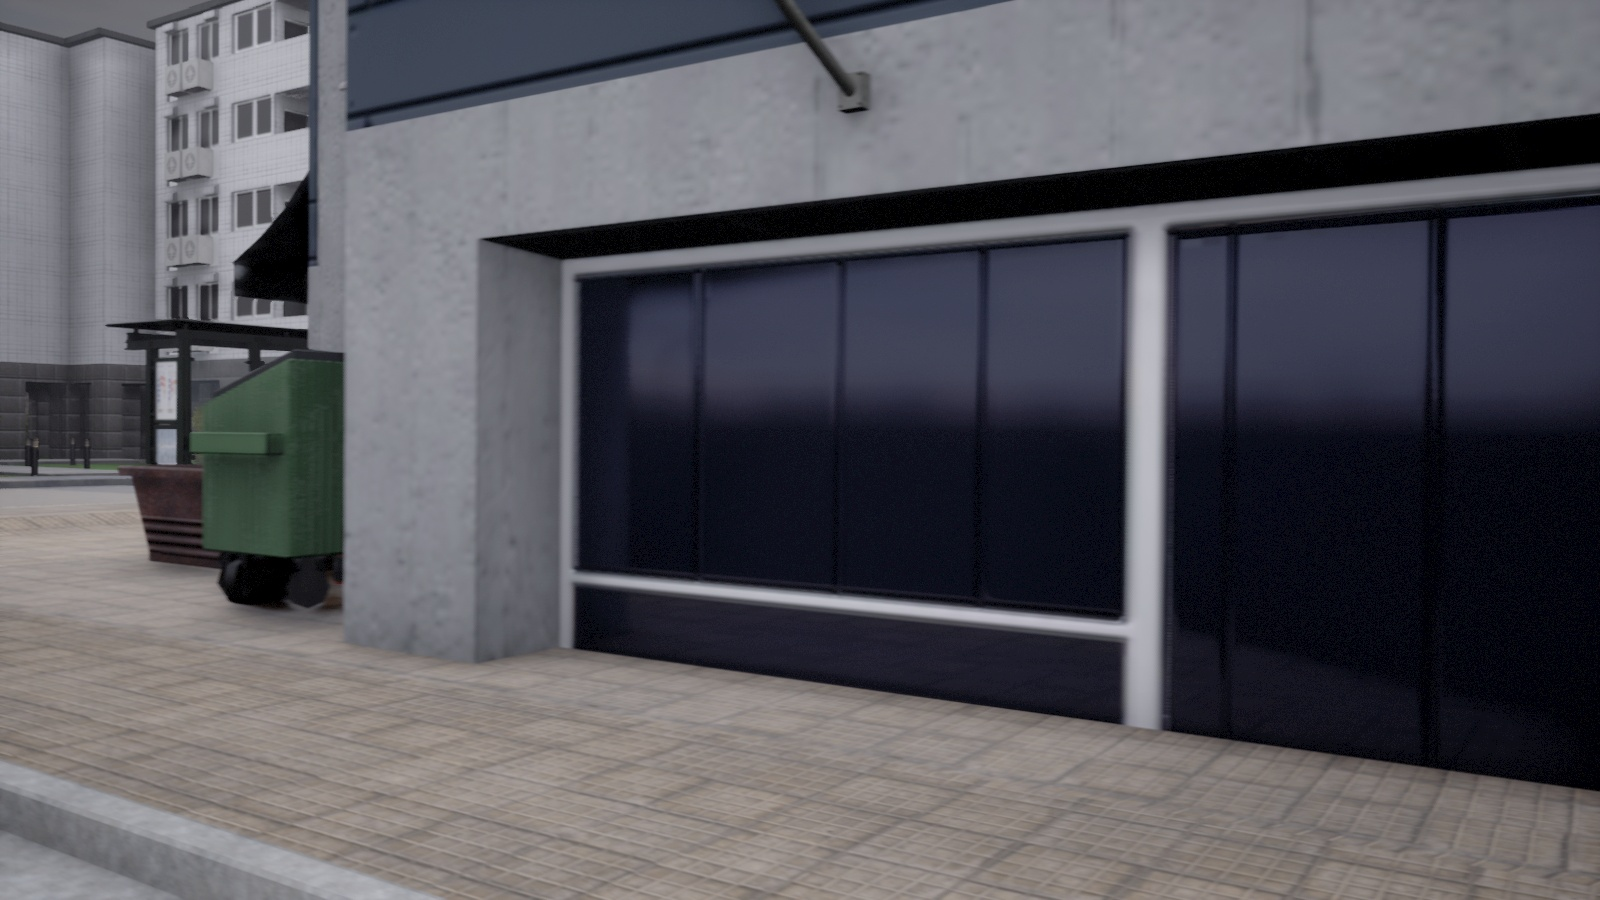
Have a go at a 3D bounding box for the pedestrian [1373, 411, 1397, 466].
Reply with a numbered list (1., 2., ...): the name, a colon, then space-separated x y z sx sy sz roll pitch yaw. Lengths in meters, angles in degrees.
1. pedestrian: 20.469 -0.397 43.968 0.692 1.930 0.395 0 1 37
